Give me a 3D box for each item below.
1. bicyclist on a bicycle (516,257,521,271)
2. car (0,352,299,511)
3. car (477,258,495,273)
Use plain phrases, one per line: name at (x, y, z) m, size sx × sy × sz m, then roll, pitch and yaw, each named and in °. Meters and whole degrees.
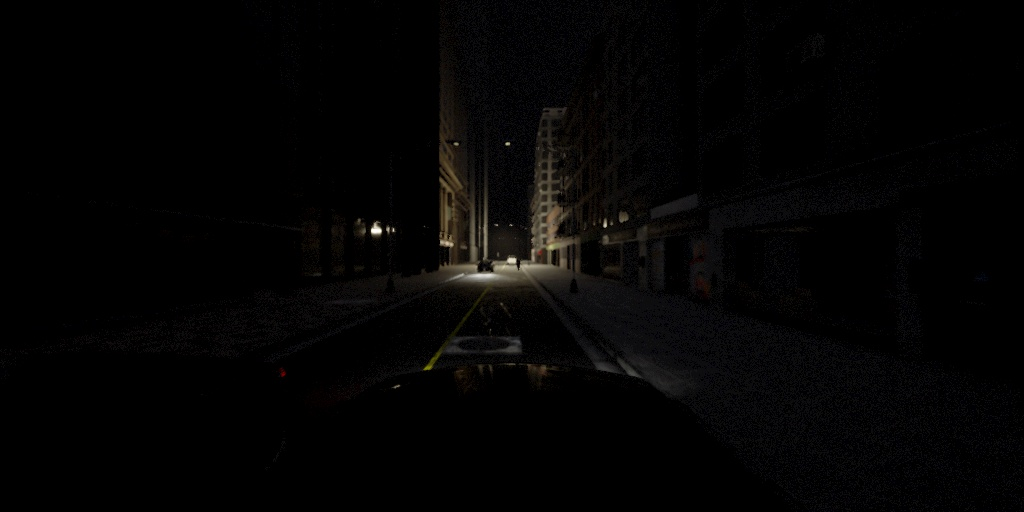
bicyclist on a bicycle at (0.835, 1.186, 44.824) m, size 0.582 × 1.620 × 1.656 m, roll 0°, pitch 0°, yaw 0°
car at (-3.100, 1.314, 1.830) m, size 1.994 × 1.385 × 4.181 m, roll 0°, pitch 0°, yaw 0°
car at (-3.078, 1.225, 42.632) m, size 2.128 × 1.511 × 4.902 m, roll 0°, pitch 0°, yaw 0°
